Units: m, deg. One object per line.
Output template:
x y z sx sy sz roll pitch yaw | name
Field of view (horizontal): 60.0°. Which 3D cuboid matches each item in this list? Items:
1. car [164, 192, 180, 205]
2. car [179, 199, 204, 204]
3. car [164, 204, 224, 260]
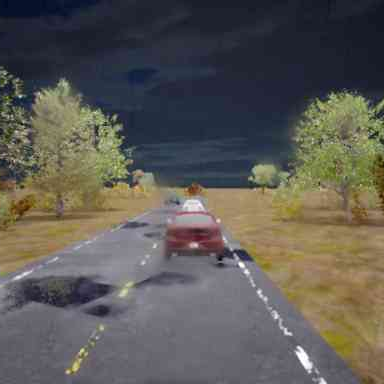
-3.061 0.983 51.995 2.150 2.045 5.566 0 0 0 | car
0.079 1.399 28.793 1.812 1.442 4.674 0 0 0 | car
0.069 1.426 12.277 1.882 1.535 5.008 0 0 0 | car
